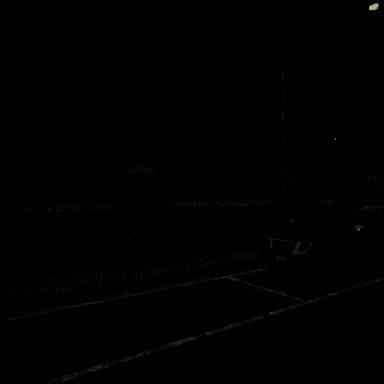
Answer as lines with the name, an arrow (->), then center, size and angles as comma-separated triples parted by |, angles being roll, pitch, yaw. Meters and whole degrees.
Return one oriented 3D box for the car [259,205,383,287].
car -> 4.189, 1.313, 9.519 | 5.009, 1.841, 2.192 | 0, 0, -35
